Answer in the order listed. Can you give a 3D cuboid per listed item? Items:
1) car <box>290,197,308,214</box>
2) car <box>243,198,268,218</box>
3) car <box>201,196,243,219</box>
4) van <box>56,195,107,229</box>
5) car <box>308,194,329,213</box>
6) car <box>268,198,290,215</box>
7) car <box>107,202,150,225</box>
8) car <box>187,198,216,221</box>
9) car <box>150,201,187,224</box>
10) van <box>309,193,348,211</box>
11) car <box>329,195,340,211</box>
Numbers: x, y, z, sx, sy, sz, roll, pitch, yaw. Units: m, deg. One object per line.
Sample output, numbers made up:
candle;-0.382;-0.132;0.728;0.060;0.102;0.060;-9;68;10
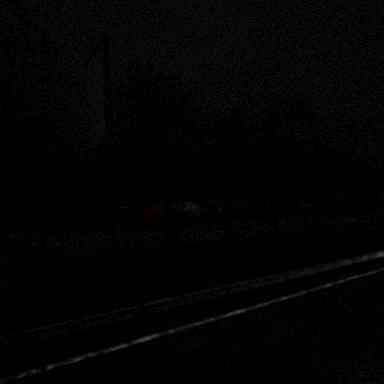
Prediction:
car;8.441;1.376;32.787;2.163;1.488;4.792;0;0;-36
car;3.940;1.375;29.540;2.097;1.535;5.008;0;0;-36
car;1.667;1.264;27.945;2.185;1.767;4.553;0;0;-36
van;-7.413;1.224;21.555;1.878;1.987;4.442;0;0;-36
car;10.822;1.330;34.226;1.946;1.575;5.366;0;0;-36
car;6.204;1.362;31.144;2.231;1.521;4.892;0;0;-36
car;-5.086;1.475;23.072;2.002;1.452;4.674;0;0;-36
car;-0.570;1.444;26.304;2.002;1.452;4.674;0;0;-36
car;-2.826;1.419;24.686;2.097;1.535;5.008;0;0;-36
van;15.296;1.080;37.511;1.878;1.987;4.442;0;0;-36
car;12.956;1.349;36.017;2.163;1.488;4.792;0;0;-36
